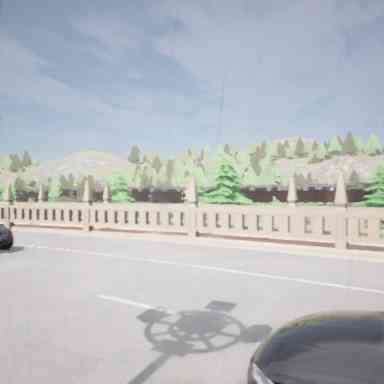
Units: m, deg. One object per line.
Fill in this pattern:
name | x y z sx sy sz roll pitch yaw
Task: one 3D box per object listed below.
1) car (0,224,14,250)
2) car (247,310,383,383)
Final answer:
car | -9.024 1.610 13.092 4.181 1.385 1.994 0 0 28
car | 2.669 1.471 1.916 4.902 1.511 2.128 0 0 36
